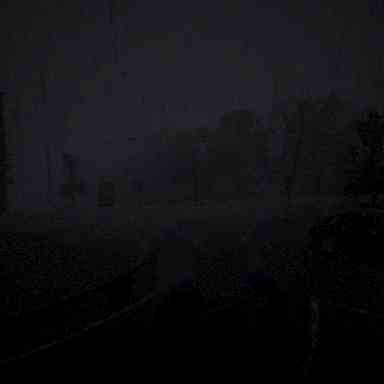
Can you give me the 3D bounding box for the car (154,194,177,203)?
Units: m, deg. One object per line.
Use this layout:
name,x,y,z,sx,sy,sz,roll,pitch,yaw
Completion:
car,-4.026,0.986,49.813,1.994,1.385,4.181,-2,-2,-37

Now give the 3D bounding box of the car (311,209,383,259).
car,6.079,1.354,10.368,1.837,1.490,4.892,-4,3,-32

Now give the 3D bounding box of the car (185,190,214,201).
car,0.991,0.589,48.498,1.837,1.490,4.892,-3,-2,-44
